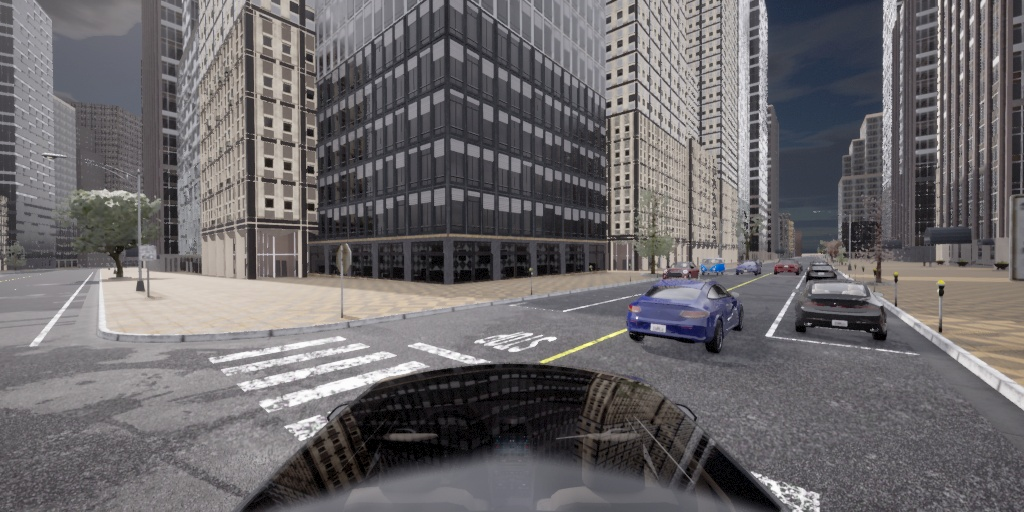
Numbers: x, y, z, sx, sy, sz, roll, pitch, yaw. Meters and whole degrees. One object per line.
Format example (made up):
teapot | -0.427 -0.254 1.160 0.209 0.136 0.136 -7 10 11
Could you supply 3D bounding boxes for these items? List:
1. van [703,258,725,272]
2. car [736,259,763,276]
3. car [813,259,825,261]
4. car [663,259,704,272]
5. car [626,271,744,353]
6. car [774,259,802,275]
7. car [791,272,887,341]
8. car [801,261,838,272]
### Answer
van | 20.676 1.060 36.880 1.690 1.789 3.998 0 0 40
car | 24.914 1.248 37.711 1.812 1.442 4.674 0 0 40
car | 34.365 1.294 40.056 1.948 1.339 4.313 0 0 40
car | 13.376 1.165 28.277 1.967 1.591 4.097 0 0 40
car | 4.405 1.271 8.909 1.812 1.442 4.674 0 0 40
car | 29.233 1.079 38.032 2.097 1.767 4.553 0 0 41
car | 8.906 1.300 9.859 2.007 1.370 4.403 0 0 40
car | 23.411 1.305 27.150 1.948 1.339 4.313 0 0 40
